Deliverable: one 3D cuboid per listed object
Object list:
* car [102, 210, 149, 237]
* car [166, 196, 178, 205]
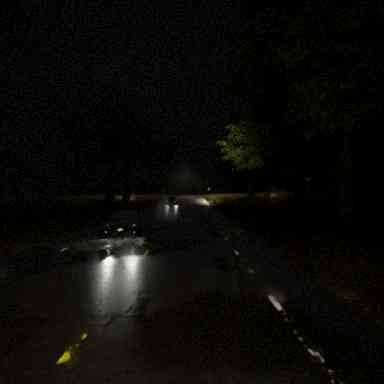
[{"bbox_3d":[-3.606,1.702,18.663,1.994,1.385,4.181,0,0,0],"label":"car"},{"bbox_3d":[-3.554,1.537,59.650,1.837,1.490,4.892,0,1,0],"label":"car"}]
